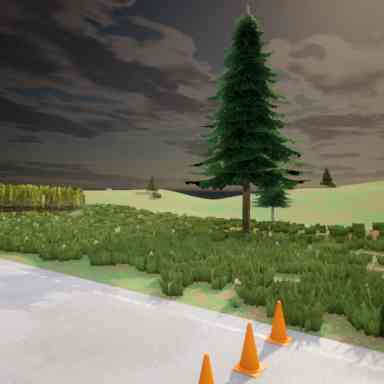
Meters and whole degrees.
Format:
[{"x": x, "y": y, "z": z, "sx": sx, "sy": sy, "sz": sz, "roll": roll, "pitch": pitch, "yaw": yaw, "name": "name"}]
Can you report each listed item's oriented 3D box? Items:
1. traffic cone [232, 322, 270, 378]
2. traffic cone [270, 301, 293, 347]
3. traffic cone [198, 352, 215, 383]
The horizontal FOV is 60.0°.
[{"x": 0.735, "y": 1.955, "z": 4.239, "sx": 0.340, "sy": 0.580, "sz": 0.340, "roll": 0, "pitch": 0, "yaw": 36, "name": "traffic cone"}, {"x": 1.320, "y": 1.955, "z": 5.050, "sx": 0.340, "sy": 0.580, "sz": 0.340, "roll": 0, "pitch": 0, "yaw": 36, "name": "traffic cone"}, {"x": 0.150, "y": 1.955, "z": 3.427, "sx": 0.340, "sy": 0.580, "sz": 0.340, "roll": 0, "pitch": 0, "yaw": 36, "name": "traffic cone"}]
